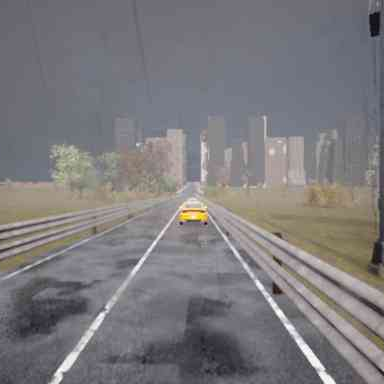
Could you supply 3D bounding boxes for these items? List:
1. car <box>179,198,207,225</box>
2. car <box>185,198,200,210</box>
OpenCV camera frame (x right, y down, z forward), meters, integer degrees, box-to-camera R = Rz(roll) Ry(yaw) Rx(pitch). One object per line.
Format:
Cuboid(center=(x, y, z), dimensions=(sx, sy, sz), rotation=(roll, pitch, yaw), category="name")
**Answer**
Cuboid(center=(0.097, 1.469, 24.329), dimensions=(1.882, 1.535, 5.008), rotation=(0, 0, 0), category="car")
Cuboid(center=(0.080, 1.511, 42.505), dimensions=(1.812, 1.442, 4.674), rotation=(0, 0, 0), category="car")
